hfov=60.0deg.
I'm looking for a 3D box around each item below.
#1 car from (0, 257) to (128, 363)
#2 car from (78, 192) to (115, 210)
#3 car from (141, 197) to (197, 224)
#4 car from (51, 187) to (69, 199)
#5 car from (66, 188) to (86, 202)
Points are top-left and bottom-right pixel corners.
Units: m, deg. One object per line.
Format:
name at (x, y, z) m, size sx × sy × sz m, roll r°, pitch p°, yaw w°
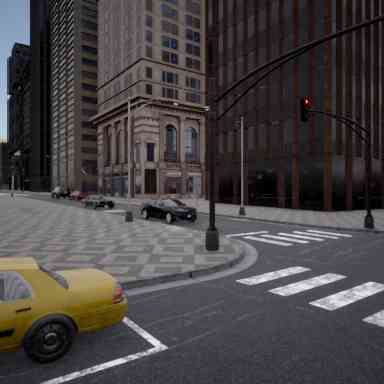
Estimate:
car at (-3.283, 1.525, 4.308) m, size 4.829 × 1.417 × 1.752 m, roll 0°, pitch 0°, yaw -35°
car at (-9.223, 0.999, 32.656) m, size 1.895 × 1.301 × 4.718 m, roll 0°, pitch 1°, yaw -36°
car at (-1.618, 1.128, 22.020) m, size 1.882 × 1.535 × 5.008 m, roll 0°, pitch 1°, yaw -36°
car at (-21.926, 0.132, 55.751) m, size 2.150 × 2.045 × 5.566 m, roll 0°, pitch 1°, yaw -36°
car at (-15.965, 0.575, 47.490) m, size 1.882 × 1.535 × 5.008 m, roll 0°, pitch 1°, yaw -35°
